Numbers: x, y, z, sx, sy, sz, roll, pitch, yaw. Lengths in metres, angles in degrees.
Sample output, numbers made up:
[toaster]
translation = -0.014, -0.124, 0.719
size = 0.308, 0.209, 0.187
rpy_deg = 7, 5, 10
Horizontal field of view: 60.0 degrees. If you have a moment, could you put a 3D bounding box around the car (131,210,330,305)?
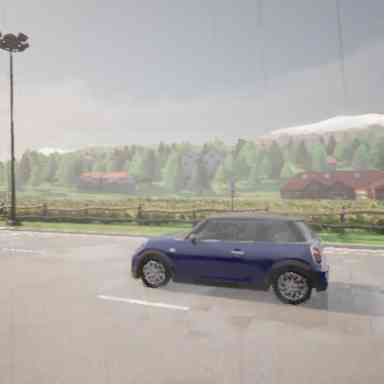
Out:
[car]
translation = 0.815, 1.296, 7.918
size = 4.553, 1.767, 2.097
rpy_deg = -1, 0, 23
